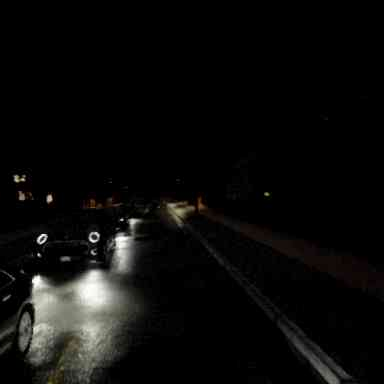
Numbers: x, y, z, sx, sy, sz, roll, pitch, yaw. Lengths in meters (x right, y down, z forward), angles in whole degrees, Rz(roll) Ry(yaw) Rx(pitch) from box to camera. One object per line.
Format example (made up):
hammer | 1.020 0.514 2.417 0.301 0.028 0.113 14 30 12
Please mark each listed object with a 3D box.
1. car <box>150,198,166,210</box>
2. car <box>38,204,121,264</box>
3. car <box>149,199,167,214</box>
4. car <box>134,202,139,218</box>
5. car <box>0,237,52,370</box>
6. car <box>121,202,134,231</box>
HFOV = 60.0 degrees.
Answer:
car | -4.931 1.673 48.144 2.033 1.411 5.357 -1 0 -6
car | -4.059 1.437 12.260 2.097 1.767 4.553 -1 0 -6
car | -3.745 1.632 37.140 2.033 1.411 5.357 -1 0 -7
car | -6.109 1.683 31.822 2.033 1.411 5.357 -1 0 -6
car | -3.042 1.572 3.146 1.837 1.490 4.892 -1 0 -8
car | -5.030 1.632 21.487 1.812 1.442 4.674 -1 0 -6
